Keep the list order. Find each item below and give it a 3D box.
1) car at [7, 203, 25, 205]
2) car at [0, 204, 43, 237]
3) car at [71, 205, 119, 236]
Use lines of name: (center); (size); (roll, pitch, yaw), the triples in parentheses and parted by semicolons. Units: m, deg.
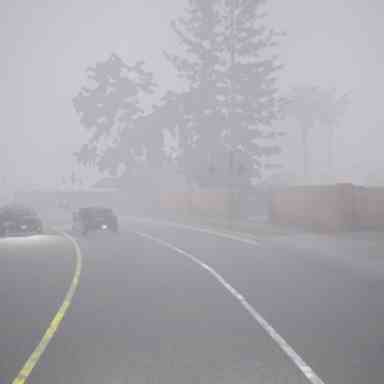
car: (-16.574, 1.691, 31.330); (4.181, 1.385, 1.994); (-1, 0, 39)
car: (-9.775, 1.631, 18.818); (1.994, 1.385, 4.181); (-1, 0, -34)
car: (-5.613, 1.529, 18.993); (1.837, 1.490, 4.892); (0, 0, -29)
